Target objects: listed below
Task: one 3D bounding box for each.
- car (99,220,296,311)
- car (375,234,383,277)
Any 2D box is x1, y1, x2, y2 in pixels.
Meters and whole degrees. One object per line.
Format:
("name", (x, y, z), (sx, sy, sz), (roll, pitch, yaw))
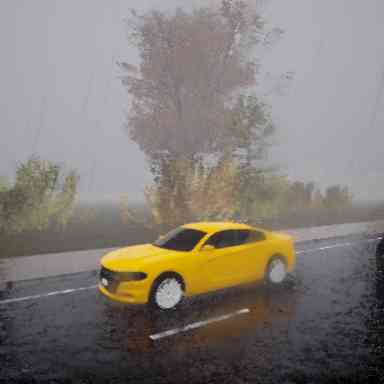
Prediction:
("car", (0.342, 1.475, 7.916), (5.008, 1.535, 1.882), (0, 0, -35))
("car", (7.082, 1.214, 8.720), (5.566, 2.045, 2.150), (0, 0, -35))
